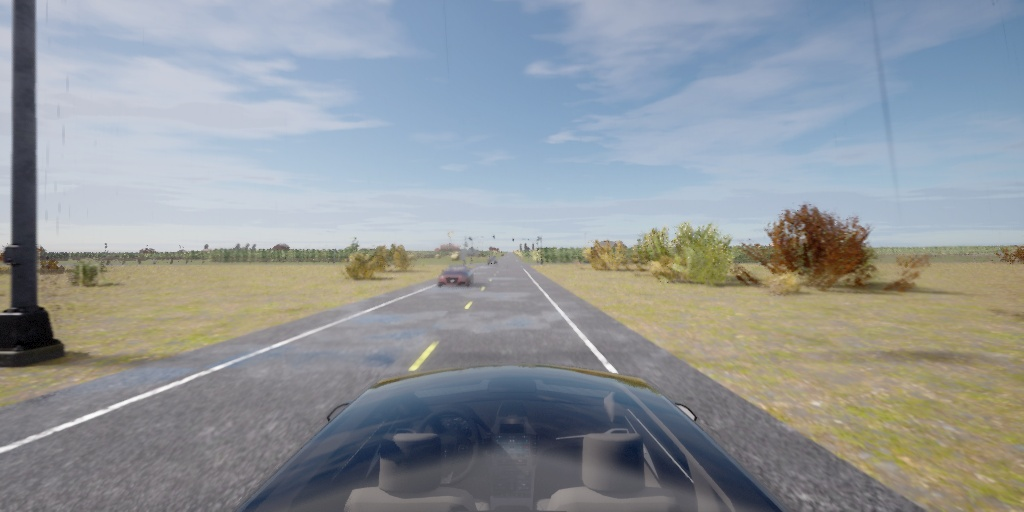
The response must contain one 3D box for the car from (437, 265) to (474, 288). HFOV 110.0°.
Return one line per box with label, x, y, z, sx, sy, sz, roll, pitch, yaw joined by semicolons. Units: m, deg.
car;-3.601;1.301;23.561;1.994;1.385;4.181;0;0;0
